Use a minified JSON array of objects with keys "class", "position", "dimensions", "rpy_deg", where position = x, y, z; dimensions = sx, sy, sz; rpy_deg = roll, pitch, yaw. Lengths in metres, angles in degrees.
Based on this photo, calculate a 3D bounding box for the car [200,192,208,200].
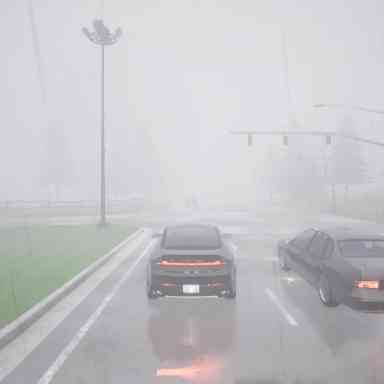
[{"class":"car","position":[3.325,1.057,93.029],"dimensions":[2.150,2.045,5.566],"rpy_deg":[0,0,0]}]

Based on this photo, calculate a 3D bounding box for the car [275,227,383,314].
[{"class":"car","position":[3.489,1.547,7.894],"dimensions":[2.033,1.411,5.357],"rpy_deg":[0,0,0]}]

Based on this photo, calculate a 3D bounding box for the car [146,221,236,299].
[{"class":"car","position":[-0.006,1.505,8.447],"dimensions":[1.837,1.490,4.892],"rpy_deg":[0,0,0]}]

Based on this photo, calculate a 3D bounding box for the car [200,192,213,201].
[{"class":"car","position":[3.344,1.347,82.966],"dimensions":[2.097,1.767,4.553],"rpy_deg":[0,0,0]}]

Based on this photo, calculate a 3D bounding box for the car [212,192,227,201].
[{"class":"car","position":[6.845,1.517,82.586],"dimensions":[2.128,1.511,4.902],"rpy_deg":[0,0,0]}]

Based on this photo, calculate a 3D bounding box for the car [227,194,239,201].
[{"class":"car","position":[10.344,1.347,82.979],"dimensions":[2.097,1.767,4.553],"rpy_deg":[0,0,0]}]

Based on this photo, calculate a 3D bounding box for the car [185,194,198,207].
[{"class":"car","position":[-0.098,1.478,51.952],"dimensions":[1.882,1.535,5.008],"rpy_deg":[0,0,0]}]

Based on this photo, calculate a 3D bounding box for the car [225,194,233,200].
[{"class":"car","position":[10.325,1.332,93.012],"dimensions":[1.837,1.490,4.892],"rpy_deg":[0,0,0]}]
